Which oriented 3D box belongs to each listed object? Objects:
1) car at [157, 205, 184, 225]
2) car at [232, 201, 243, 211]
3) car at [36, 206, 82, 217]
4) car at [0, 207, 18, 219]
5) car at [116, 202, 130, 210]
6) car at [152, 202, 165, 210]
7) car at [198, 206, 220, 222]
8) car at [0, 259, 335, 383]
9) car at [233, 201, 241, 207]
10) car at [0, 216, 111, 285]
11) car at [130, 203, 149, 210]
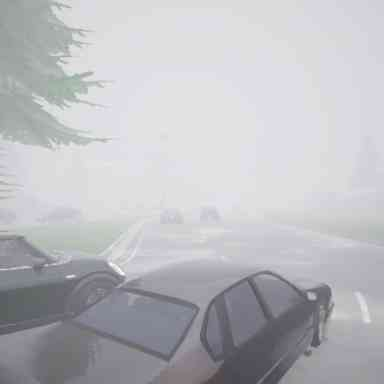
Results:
[{"bbox_3d":[-1.729,2.144,29.857,1.994,1.385,4.181,0,-1,-1],"label":"car"},{"bbox_3d":[8.404,2.736,61.520,2.033,1.411,5.357,0,-1,8],"label":"car"},{"bbox_3d":[-12.580,2.110,31.740,2.128,1.511,4.902,0,-1,21],"label":"car"},{"bbox_3d":[-17.575,2.050,28.720,2.128,1.511,4.902,0,-1,23],"label":"car"},{"bbox_3d":[-13.381,2.768,65.441,1.837,1.490,4.892,0,-1,8],"label":"car"},{"bbox_3d":[-6.367,2.785,65.167,1.812,1.442,4.674,0,-1,8],"label":"car"},{"bbox_3d":[1.738,2.157,33.653,1.837,1.490,4.892,0,-1,1],"label":"car"},{"bbox_3d":[0.287,1.634,4.284,2.033,1.411,5.357,-1,-1,36],"label":"car"},{"bbox_3d":[12.303,3.303,91.385,2.033,1.411,5.357,0,-1,8],"label":"car"},{"bbox_3d":[-3.408,1.469,5.790,4.553,1.767,2.097,1,-2,-40],"label":"car"},{"bbox_3d":[-9.895,2.807,65.123,2.033,1.411,5.357,0,-1,8],"label":"car"}]
